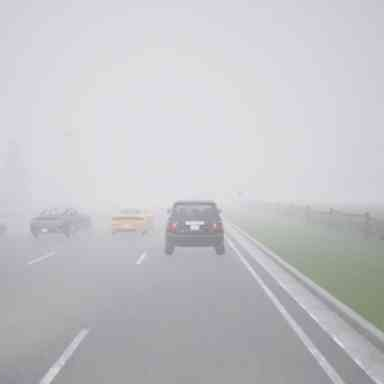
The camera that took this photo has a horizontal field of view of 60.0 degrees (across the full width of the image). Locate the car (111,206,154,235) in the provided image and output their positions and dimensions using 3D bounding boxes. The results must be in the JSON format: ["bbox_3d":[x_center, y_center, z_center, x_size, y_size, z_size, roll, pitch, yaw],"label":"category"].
[{"bbox_3d":[-3.405,1.587,19.672,1.882,1.535,5.008,0,0,0],"label":"car"}]

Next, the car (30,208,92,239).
[{"bbox_3d":[-6.904,1.592,18.001,2.128,1.511,4.902,0,0,0],"label":"car"}]

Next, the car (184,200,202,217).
[{"bbox_3d":[0.074,1.701,35.353,1.837,1.490,4.892,0,0,-1],"label":"car"}]

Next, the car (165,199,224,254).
[{"bbox_3d":[0.098,1.300,13.951,2.150,2.045,5.566,0,0,0],"label":"car"}]

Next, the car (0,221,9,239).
[{"bbox_3d":[-10.403,1.685,15.085,1.895,1.301,4.718,0,0,0],"label":"car"}]
